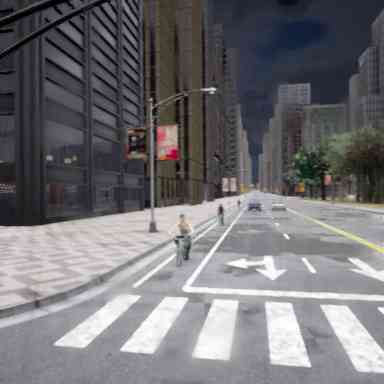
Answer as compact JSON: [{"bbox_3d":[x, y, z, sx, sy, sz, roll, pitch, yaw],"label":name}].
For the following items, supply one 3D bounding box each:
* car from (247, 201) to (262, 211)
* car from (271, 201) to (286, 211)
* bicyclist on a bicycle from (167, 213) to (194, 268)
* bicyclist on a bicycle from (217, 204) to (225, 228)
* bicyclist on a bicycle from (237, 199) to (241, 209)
[{"bbox_3d":[8.832,1.923,47.061,2.033,1.411,5.357,-1,-1,11],"label":"car"},{"bbox_3d":[12.021,1.942,46.432,1.895,1.301,4.718,-1,-1,11],"label":"car"},{"bbox_3d":[-0.308,1.489,10.471,0.866,1.612,1.509,-1,0,10],"label":"bicyclist on a bicycle"},{"bbox_3d":[1.985,1.611,22.783,0.582,1.620,1.656,-1,0,11],"label":"bicyclist on a bicycle"},{"bbox_3d":[6.930,1.867,49.131,0.582,1.620,1.656,-1,0,11],"label":"bicyclist on a bicycle"}]
